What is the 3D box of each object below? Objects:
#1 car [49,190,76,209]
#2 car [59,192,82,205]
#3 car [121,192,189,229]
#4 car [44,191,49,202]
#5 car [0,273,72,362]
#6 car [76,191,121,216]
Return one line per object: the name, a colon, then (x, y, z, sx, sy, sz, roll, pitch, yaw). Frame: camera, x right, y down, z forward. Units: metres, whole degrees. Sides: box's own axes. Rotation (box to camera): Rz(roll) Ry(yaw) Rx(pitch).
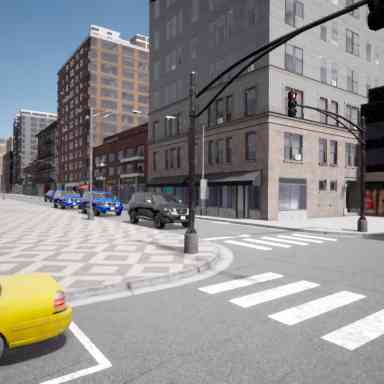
car: (-14.216, 0.862, 37.961, 2.150, 2.045, 5.566, 1, 0, -35)
car: (-17.813, 0.926, 48.563, 2.097, 1.767, 4.553, 1, 0, -35)
car: (-2.087, 1.053, 20.759, 2.150, 2.045, 5.566, 1, 0, -35)
car: (-23.441, 0.708, 56.576, 2.150, 2.045, 5.566, 1, 0, -37)
car: (-4.006, 1.525, 3.895, 4.829, 1.417, 1.752, 0, 1, -36)
car: (-8.025, 0.960, 29.172, 2.150, 2.045, 5.566, 1, 0, -35)
